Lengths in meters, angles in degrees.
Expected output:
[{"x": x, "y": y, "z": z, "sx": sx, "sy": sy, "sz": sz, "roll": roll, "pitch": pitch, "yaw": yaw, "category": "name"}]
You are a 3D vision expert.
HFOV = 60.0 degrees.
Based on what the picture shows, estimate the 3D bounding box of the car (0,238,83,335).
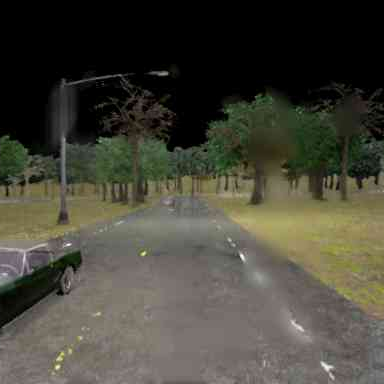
[{"x": -3.600, "y": 1.598, "z": 5.924, "sx": 1.895, "sy": 1.301, "sz": 4.718, "roll": 0, "pitch": 0, "yaw": 0, "category": "car"}]

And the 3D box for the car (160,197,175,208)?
[{"x": -3.566, "y": 1.488, "z": 49.160, "sx": 2.128, "sy": 1.511, "sz": 4.902, "roll": 0, "pitch": 0, "yaw": 0, "category": "car"}]
